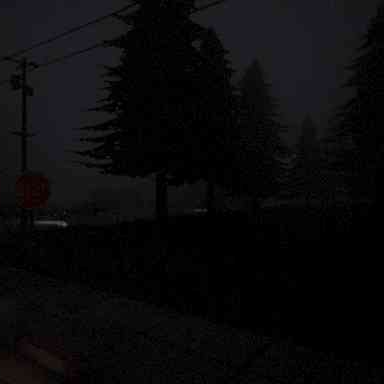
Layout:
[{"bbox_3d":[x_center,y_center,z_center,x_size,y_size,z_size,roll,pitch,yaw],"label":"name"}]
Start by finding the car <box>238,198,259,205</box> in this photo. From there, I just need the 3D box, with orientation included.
[{"bbox_3d":[8.064,1.557,47.224,1.812,1.442,4.674,0,0,34],"label":"car"}]

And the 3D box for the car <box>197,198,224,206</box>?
[{"bbox_3d":[2.544,1.382,45.459,2.097,1.767,4.553,0,0,34],"label":"car"}]

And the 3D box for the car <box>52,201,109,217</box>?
[{"bbox_3d":[-9.216,1.536,27.772,1.837,1.490,4.892,0,0,34],"label":"car"}]

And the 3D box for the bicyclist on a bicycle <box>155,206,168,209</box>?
[{"bbox_3d":[-2.259,1.333,24.723,1.656,1.620,0.582,0,0,34],"label":"bicyclist on a bicycle"}]
